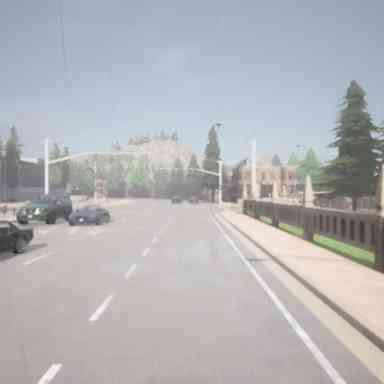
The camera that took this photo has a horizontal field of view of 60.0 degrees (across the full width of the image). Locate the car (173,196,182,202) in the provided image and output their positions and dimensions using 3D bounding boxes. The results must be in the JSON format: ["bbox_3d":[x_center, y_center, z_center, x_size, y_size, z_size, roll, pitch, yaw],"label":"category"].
[{"bbox_3d":[-3.300,1.549,75.579,1.812,1.442,4.674,0,0,-6],"label":"car"}]

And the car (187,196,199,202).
[{"bbox_3d":[0.193,1.563,75.804,2.033,1.411,5.357,0,0,-6],"label":"car"}]

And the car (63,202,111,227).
[{"bbox_3d":[-7.038,1.590,23.184,1.994,1.385,4.181,0,0,0],"label":"car"}]

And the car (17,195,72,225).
[{"bbox_3d":[-10.523,1.250,24.409,2.150,2.045,5.566,0,0,1],"label":"car"}]

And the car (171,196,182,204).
[{"bbox_3d":[-3.104,1.577,65.452,1.837,1.490,4.892,0,0,0],"label":"car"}]

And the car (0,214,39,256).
[{"bbox_3d":[-7.078,1.612,10.720,1.895,1.301,4.718,0,0,0],"label":"car"}]

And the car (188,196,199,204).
[{"bbox_3d":[0.396,1.569,65.460,2.128,1.511,4.902,0,0,0],"label":"car"}]
